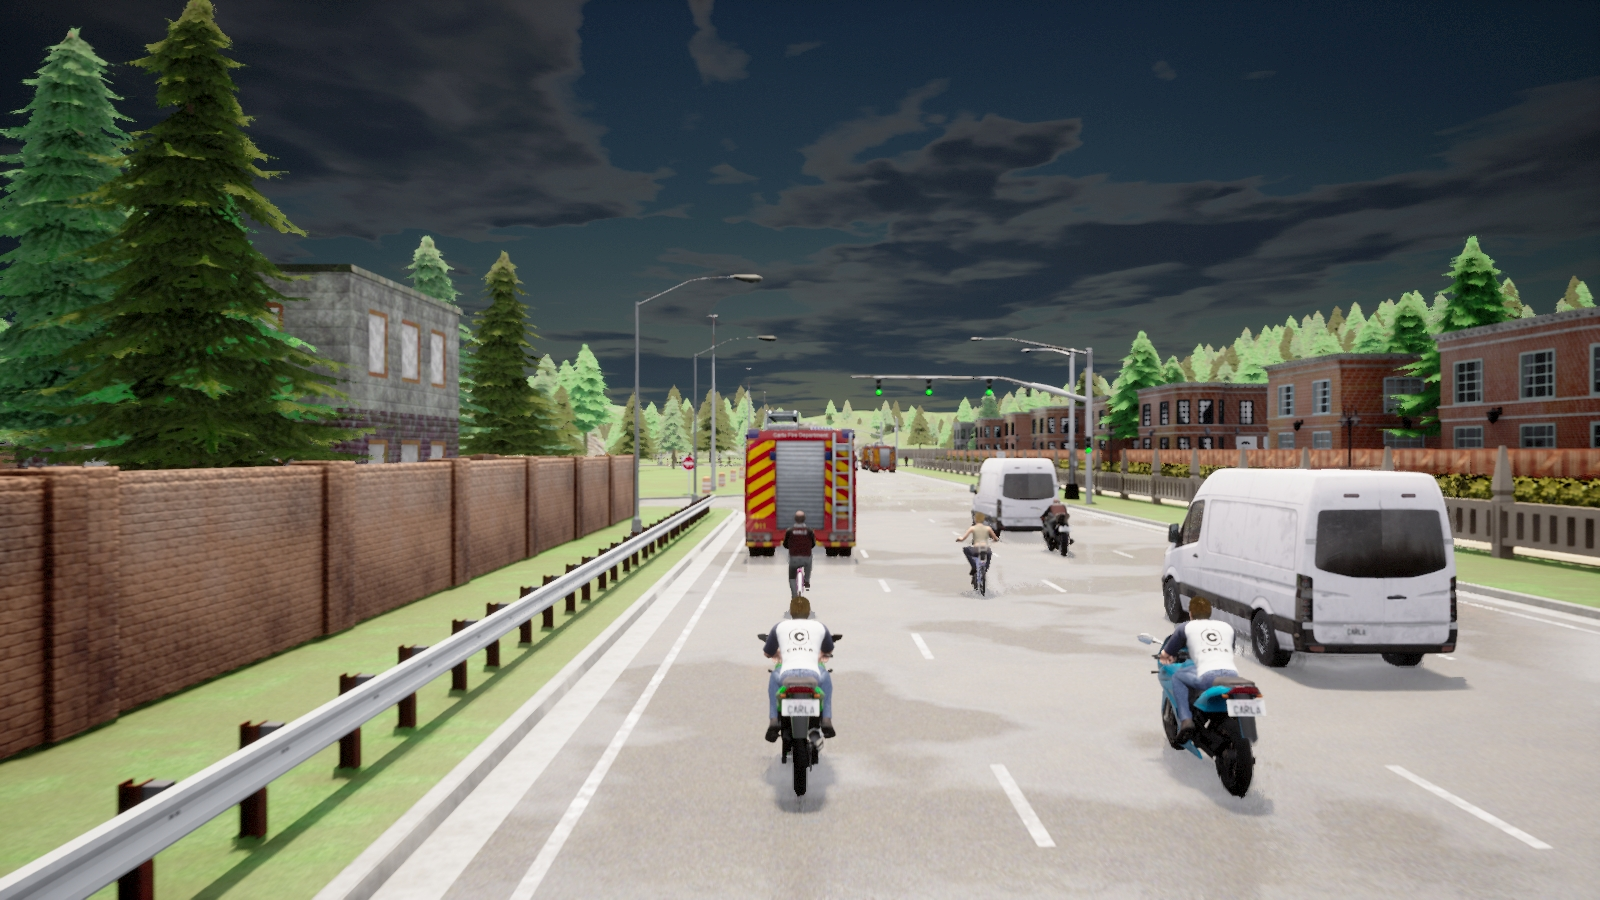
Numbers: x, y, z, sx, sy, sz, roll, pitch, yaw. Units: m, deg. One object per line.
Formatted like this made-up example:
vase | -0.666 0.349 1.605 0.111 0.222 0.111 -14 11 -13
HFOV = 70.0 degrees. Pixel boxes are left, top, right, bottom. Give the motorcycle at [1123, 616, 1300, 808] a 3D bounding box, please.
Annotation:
motorcycle | 3.501 2.191 9.943 0.803 1.199 2.033 0 0 0

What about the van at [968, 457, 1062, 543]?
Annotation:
van | 6.996 1.551 37.853 1.988 2.561 5.915 0 0 0

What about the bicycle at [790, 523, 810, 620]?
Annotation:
bicycle | -0.007 2.069 19.766 0.329 1.471 1.835 0 0 0

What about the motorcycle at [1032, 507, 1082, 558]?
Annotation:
motorcycle | 7.000 2.218 31.178 0.867 1.251 2.209 0 0 0

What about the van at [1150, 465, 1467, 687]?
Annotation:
van | 6.995 1.543 16.641 1.988 2.561 5.915 0 0 0

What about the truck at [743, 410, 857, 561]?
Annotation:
truck | -0.004 0.905 33.221 2.891 3.827 8.468 0 0 0

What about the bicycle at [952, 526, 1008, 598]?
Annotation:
bicycle | 3.500 2.167 22.380 0.859 1.277 1.487 0 0 0

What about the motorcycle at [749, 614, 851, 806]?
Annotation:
motorcycle | 0.000 2.192 10.011 0.803 1.199 2.033 0 1 0
